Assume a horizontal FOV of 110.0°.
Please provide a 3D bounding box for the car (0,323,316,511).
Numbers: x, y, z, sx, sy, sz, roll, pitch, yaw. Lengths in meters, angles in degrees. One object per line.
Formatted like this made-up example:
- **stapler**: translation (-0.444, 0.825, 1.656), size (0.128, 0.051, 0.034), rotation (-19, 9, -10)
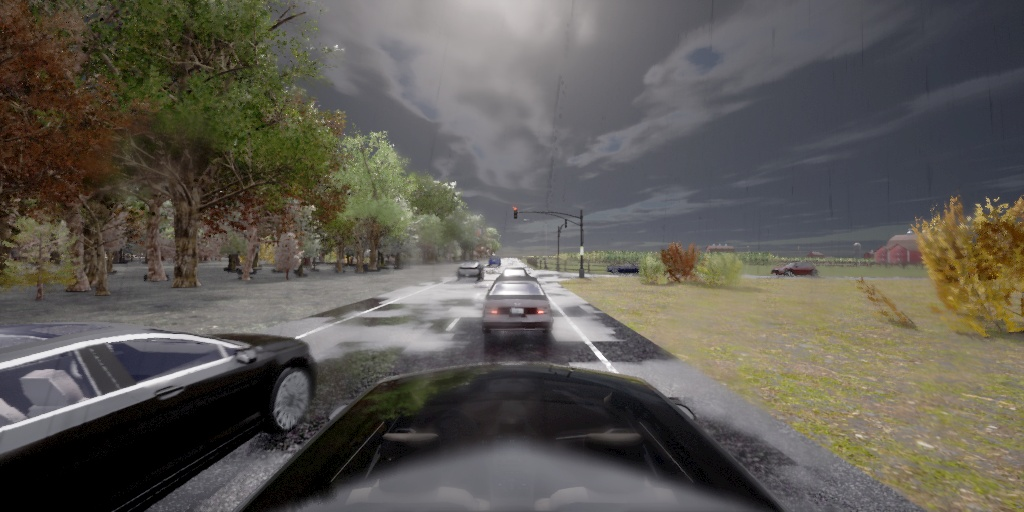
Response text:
- **car**: translation (-3.399, 1.241, 2.598), size (2.128, 1.511, 4.902), rotation (0, 0, 0)

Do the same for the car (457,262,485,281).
- **car**: translation (-3.338, 1.248, 29.677), size (2.128, 1.511, 4.902), rotation (0, 0, 0)

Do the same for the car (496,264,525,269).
- **car**: translation (0.144, 1.318, 19.922), size (1.994, 1.385, 4.181), rotation (0, 0, 0)

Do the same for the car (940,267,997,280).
- **car**: translation (48.670, 1.825, 38.258), size (5.357, 1.411, 2.033), rotation (1, -1, 1)

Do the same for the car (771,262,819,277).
- **car**: translation (33.013, 1.518, 41.974), size (4.553, 1.767, 2.097), rotation (1, -1, 0)

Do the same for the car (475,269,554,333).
- **car**: translation (0.121, 1.300, 10.682), size (2.033, 1.411, 5.357), rotation (0, 0, 0)

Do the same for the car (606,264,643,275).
- **car**: translation (13.542, 1.558, 42.299), size (4.718, 1.301, 1.895), rotation (1, -1, 3)
